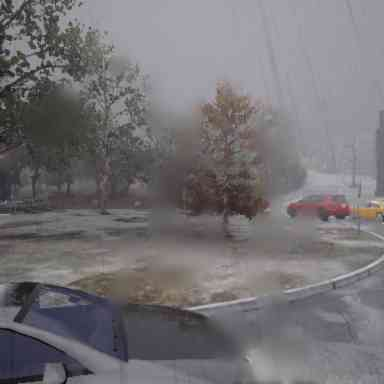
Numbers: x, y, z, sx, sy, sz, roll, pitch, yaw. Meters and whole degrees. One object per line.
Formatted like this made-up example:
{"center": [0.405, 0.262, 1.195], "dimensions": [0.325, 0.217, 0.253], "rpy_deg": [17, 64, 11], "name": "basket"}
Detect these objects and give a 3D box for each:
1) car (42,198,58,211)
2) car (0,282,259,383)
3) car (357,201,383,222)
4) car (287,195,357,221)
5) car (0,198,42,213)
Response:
{"center": [-17.851, 1.424, 37.714], "dimensions": [4.892, 1.490, 1.837], "rpy_deg": [1, 0, -32], "name": "car"}
{"center": [-1.493, 1.564, 2.851], "dimensions": [4.181, 1.385, 1.994], "rpy_deg": [0, 0, -15], "name": "car"}
{"center": [14.434, 1.485, 26.253], "dimensions": [1.882, 1.535, 5.008], "rpy_deg": [1, 0, -14], "name": "car"}
{"center": [10.469, 1.236, 27.938], "dimensions": [2.150, 2.045, 5.566], "rpy_deg": [0, -1, -26], "name": "car"}
{"center": [-18.115, 1.442, 33.618], "dimensions": [4.674, 1.442, 1.812], "rpy_deg": [0, 0, -39], "name": "car"}
